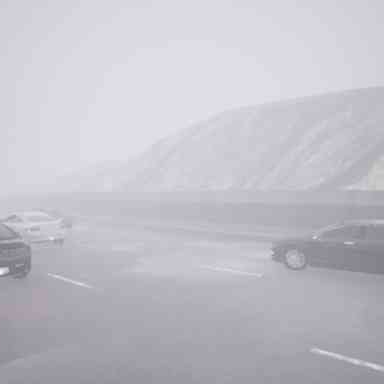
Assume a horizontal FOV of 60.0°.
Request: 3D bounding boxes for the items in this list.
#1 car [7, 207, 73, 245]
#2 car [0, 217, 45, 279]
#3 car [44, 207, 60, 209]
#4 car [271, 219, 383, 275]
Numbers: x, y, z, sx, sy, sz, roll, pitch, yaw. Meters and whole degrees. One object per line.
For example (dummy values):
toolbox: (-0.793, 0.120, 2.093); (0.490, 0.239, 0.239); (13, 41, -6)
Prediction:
car: (-7.249, 1.581, 14.609); (4.674, 1.442, 1.812); (0, 0, 42)
car: (-6.140, 1.539, 9.015); (4.892, 1.490, 1.837); (0, 0, 40)
car: (-9.394, 1.645, 21.461); (4.181, 1.385, 1.994); (0, 0, 45)
car: (4.663, 1.541, 9.371); (4.892, 1.490, 1.837); (0, 0, 36)
